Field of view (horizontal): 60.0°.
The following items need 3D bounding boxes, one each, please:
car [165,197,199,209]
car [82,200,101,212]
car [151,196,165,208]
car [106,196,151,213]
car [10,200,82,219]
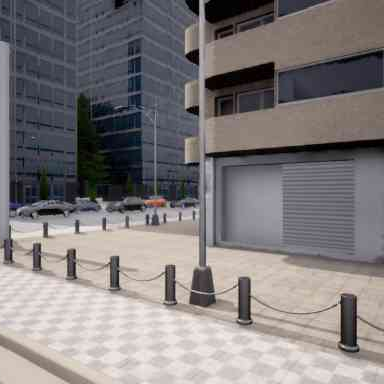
[{"bbox_3d":[-1.002,1.448,44.221,1.837,1.490,4.892,0,0,36],"label":"car"},{"bbox_3d":[-11.748,1.508,35.319,1.994,1.385,4.181,0,0,36],"label":"car"},{"bbox_3d":[-5.503,1.296,43.970,2.097,1.767,4.553,0,0,36],"label":"car"},{"bbox_3d":[-7.073,1.297,35.824,2.097,1.767,4.553,0,0,36],"label":"car"},{"bbox_3d":[-12.415,1.436,28.422,2.128,1.511,4.902,0,0,36],"label":"car"}]
